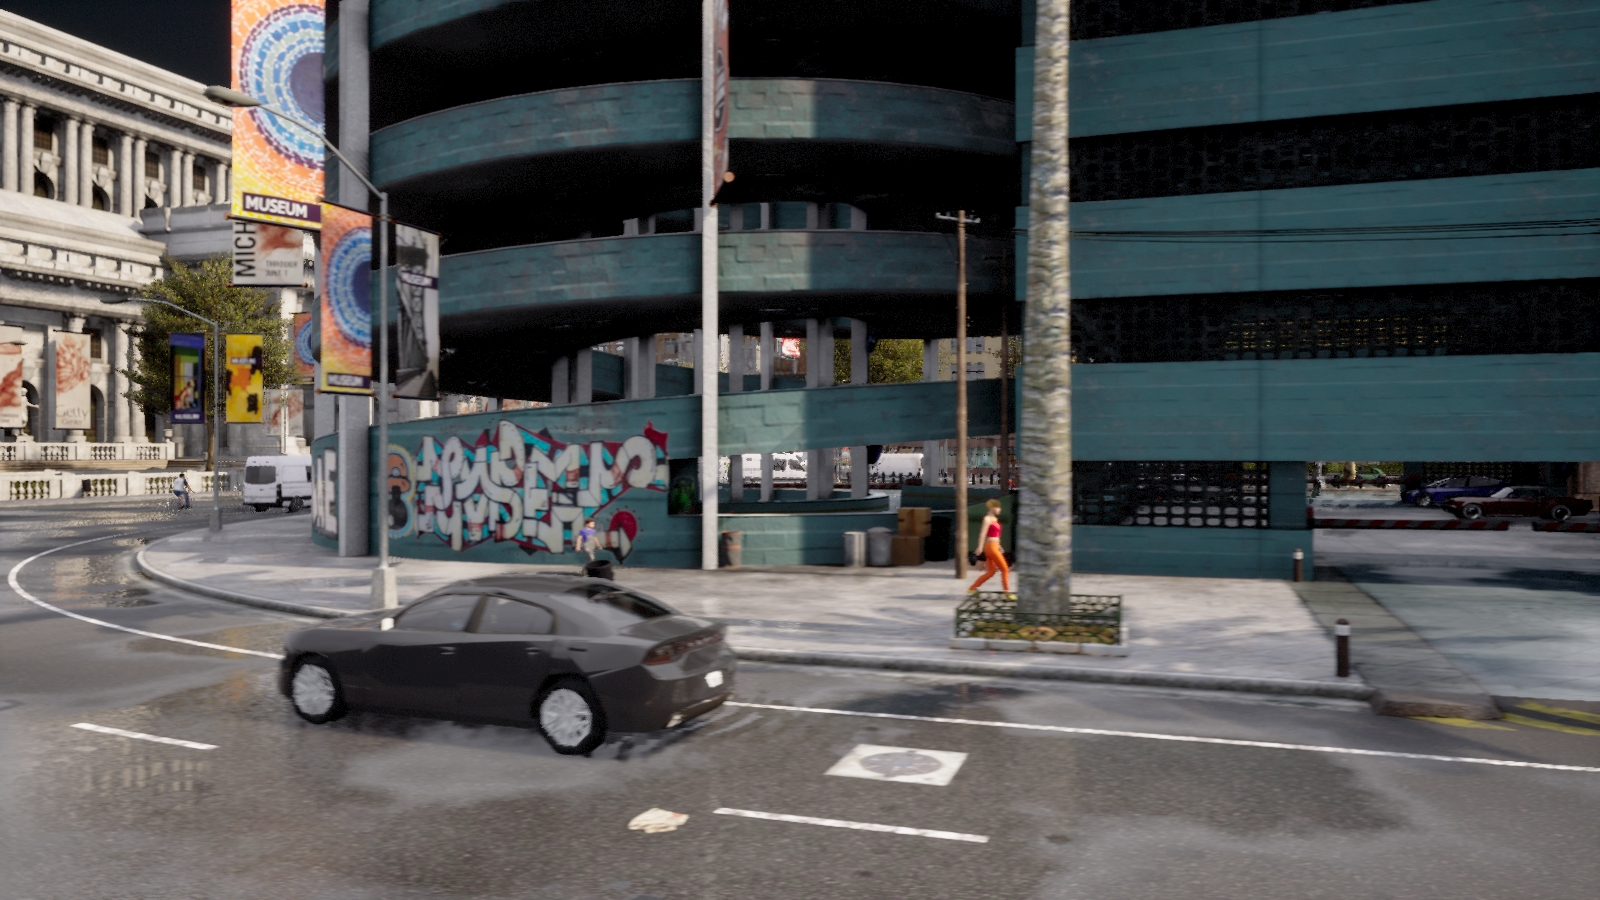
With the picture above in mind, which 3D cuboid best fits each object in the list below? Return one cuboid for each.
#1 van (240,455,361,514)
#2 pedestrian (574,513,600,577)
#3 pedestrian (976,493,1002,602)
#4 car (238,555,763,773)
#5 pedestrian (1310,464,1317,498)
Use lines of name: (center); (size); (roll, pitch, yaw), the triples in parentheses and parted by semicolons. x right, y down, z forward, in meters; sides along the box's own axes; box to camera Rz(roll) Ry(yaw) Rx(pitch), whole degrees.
van: (-23.051, 1.539, 53.042); (1.988, 2.561, 5.915); (0, 0, 14)
pedestrian: (-4.436, 1.978, 23.814); (0.375, 1.300, 0.375); (0, 0, 31)
pedestrian: (3.319, 1.698, 20.046); (0.375, 1.860, 0.375); (0, 0, 23)
car: (-3.096, 2.035, 11.844); (5.006, 1.535, 2.097); (0, 0, 22)
pedestrian: (28.449, 1.706, 63.322); (0.375, 1.860, 0.375); (0, 0, 25)
